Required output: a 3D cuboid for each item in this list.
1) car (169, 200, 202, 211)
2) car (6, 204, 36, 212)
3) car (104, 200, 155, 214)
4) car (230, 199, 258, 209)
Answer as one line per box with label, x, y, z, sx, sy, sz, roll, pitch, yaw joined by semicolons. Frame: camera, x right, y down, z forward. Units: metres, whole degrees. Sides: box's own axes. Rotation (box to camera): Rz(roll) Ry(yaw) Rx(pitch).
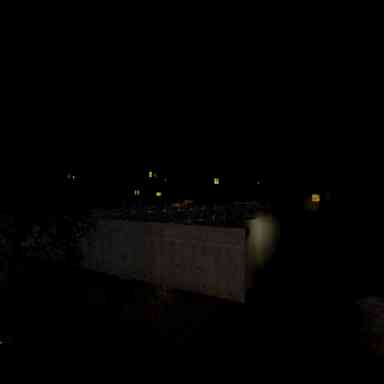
car;-0.198;1.627;34.674;1.882;1.535;5.008;4;2;45
car;-13.554;1.470;23.721;2.033;1.411;5.357;4;2;38
car;-6.022;1.513;32.862;2.033;1.411;5.357;4;2;42
car;7.132;1.646;45.285;4.674;1.442;1.812;1;2;-39
